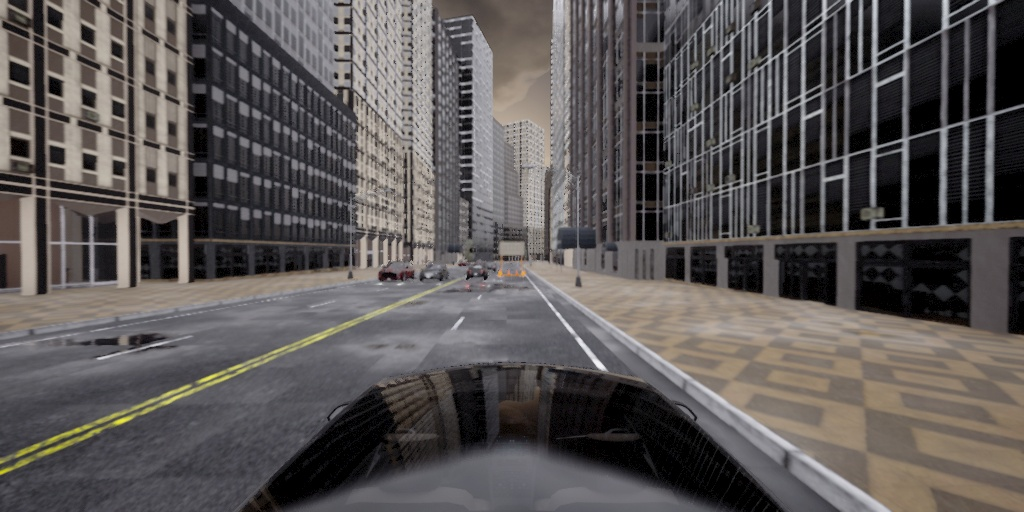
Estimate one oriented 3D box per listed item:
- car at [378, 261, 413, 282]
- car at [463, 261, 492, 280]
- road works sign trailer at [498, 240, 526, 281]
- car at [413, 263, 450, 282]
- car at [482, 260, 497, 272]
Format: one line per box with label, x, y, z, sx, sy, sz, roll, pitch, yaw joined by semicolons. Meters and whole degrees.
car;-9.862;1.258;30.930;2.097;1.767;4.553;0;0;0
car;-3.171;1.448;33.682;1.812;1.442;4.674;0;0;0
road works sign trailer;-0.014;0.377;31.938;2.380;3.560;2.880;0;0;1
car;-6.612;1.397;30.857;2.128;1.511;4.902;0;0;0
car;-3.182;1.575;53.417;2.033;1.411;5.357;0;0;0
